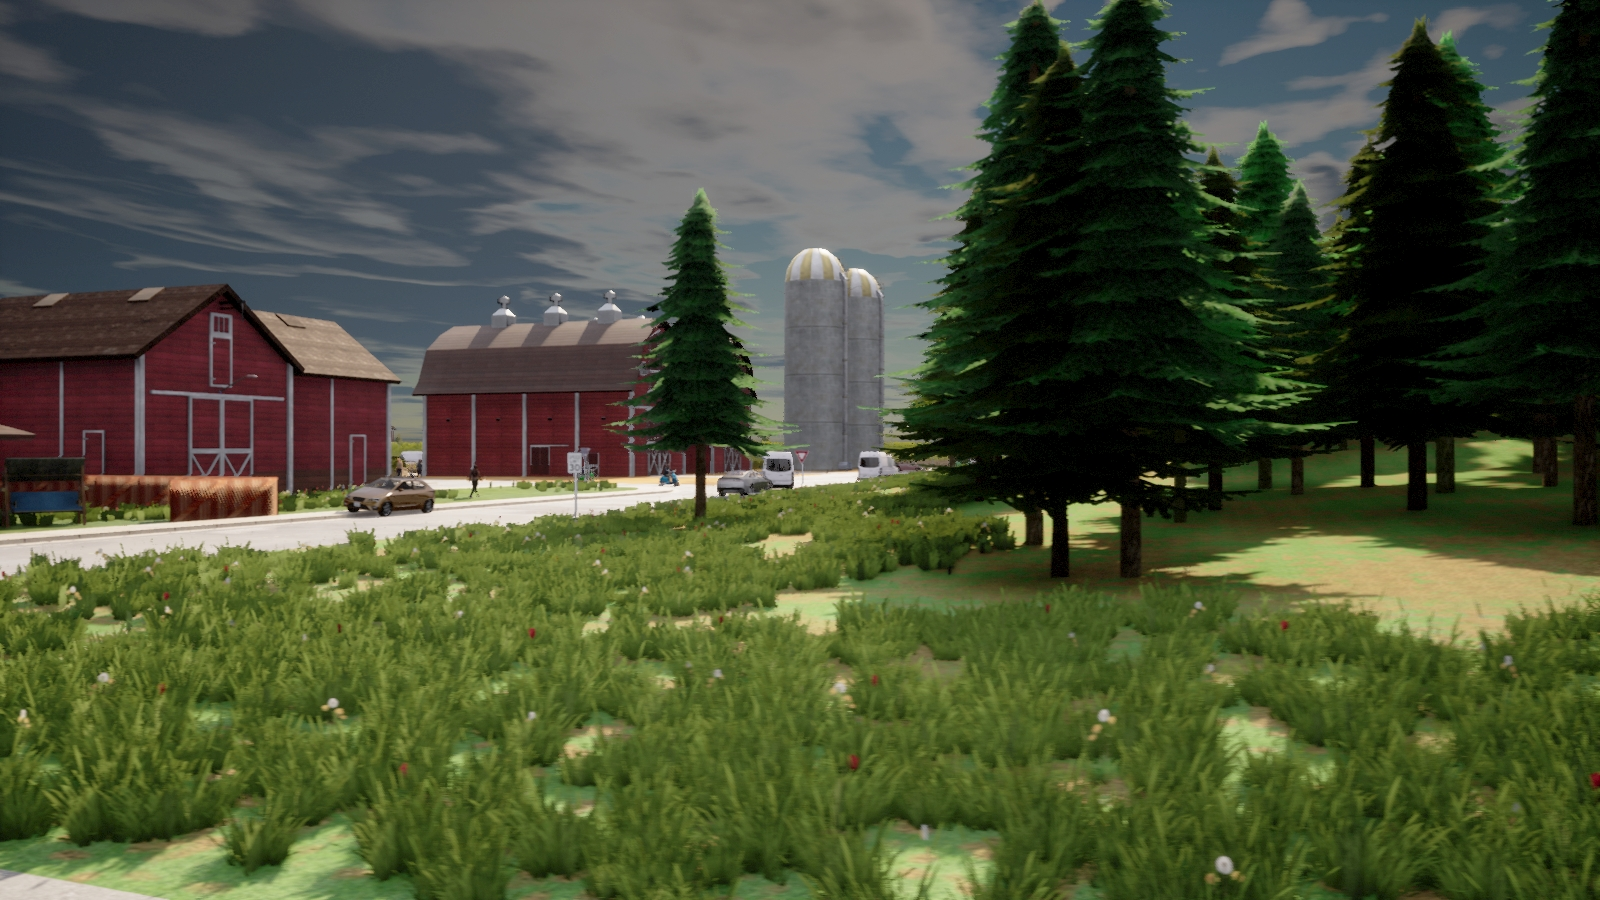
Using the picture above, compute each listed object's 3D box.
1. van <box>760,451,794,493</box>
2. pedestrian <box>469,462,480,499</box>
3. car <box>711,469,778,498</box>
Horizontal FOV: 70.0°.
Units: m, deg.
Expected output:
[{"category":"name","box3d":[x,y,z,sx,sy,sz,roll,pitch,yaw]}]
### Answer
[{"category":"van","box3d":[-1.530,1.363,74.351,1.988,2.561,5.915,1,0,-3]},{"category":"pedestrian","box3d":[-16.558,1.541,58.116,0.375,1.860,0.375,0,0,15]},{"category":"car","box3d":[-3.122,1.905,65.679,2.128,1.511,4.902,0,0,20]}]
